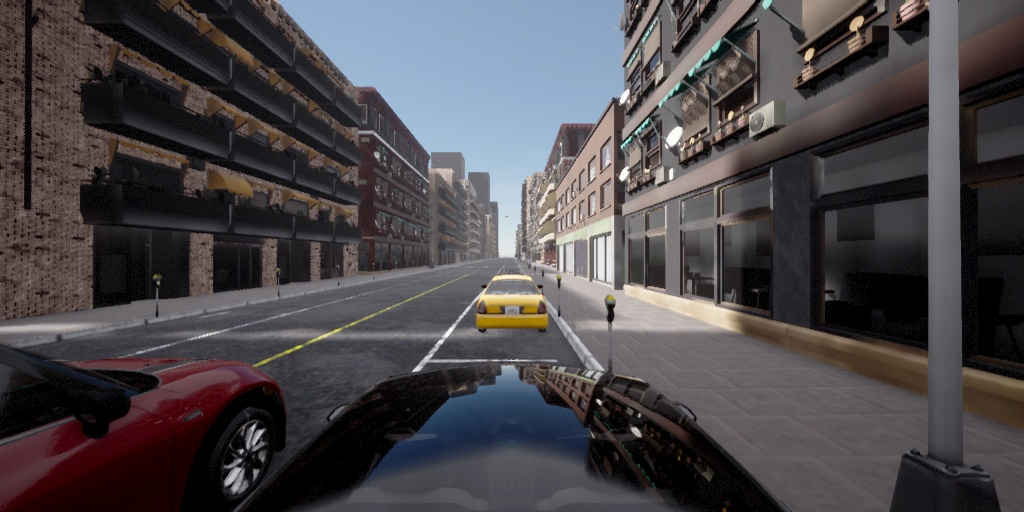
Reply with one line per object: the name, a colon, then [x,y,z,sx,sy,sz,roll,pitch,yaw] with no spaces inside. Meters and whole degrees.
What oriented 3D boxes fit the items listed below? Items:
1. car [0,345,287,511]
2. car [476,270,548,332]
car: [-3.145,1.097,1.470,2.097,1.767,4.553,0,0,0]
car: [0.005,1.198,10.689,1.801,1.575,5.366,0,0,0]
